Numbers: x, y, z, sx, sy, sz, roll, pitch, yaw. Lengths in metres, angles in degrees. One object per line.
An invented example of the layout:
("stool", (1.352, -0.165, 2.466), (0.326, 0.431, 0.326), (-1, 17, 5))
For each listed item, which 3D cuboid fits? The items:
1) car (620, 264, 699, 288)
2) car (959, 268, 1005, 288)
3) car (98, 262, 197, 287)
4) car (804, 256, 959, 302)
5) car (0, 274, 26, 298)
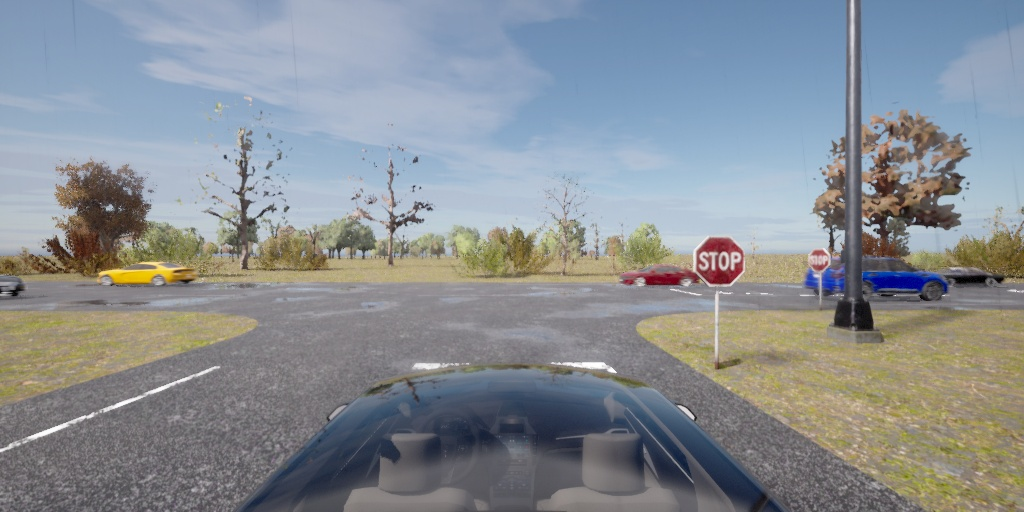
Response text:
("car", (9.714, 1.316, 23.815), (5.008, 1.535, 1.882), (0, 0, -2))
("car", (30.350, 1.454, 24.571), (4.718, 1.301, 1.895), (0, 0, -2))
("car", (-22.987, 1.128, 22.695), (5.008, 1.535, 1.882), (0, 0, -2))
("car", (17.133, 1.045, 17.073), (5.566, 2.045, 2.150), (0, 0, -2))
("car", (-24.524, 1.147, 15.635), (4.902, 1.511, 2.128), (0, 0, -2))
